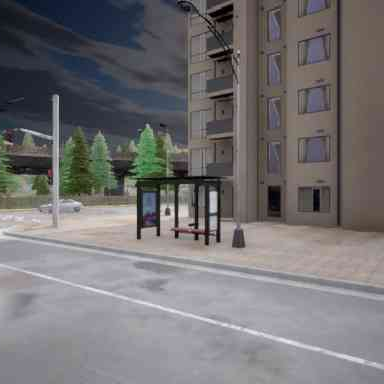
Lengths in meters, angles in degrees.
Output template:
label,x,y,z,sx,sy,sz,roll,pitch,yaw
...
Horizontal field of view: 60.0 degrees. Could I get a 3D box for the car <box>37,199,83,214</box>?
label,x,y,z,sx,sy,sz,roll,pitch,yaw
car,-13.633,1.470,34.658,1.812,1.442,4.674,0,0,37
